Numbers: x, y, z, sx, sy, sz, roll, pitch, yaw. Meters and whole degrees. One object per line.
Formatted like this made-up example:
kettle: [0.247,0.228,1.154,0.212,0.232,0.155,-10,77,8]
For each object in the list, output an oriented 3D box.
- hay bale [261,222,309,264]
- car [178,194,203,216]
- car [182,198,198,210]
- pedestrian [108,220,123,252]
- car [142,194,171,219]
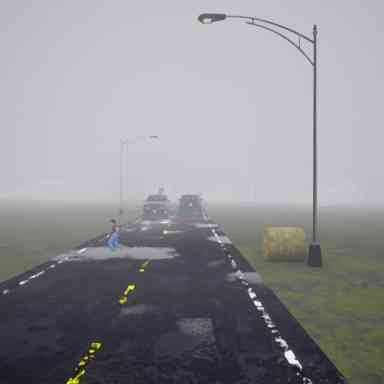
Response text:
hay bale: [3.048,1.654,11.089,1.220,1.180,1.240,1,1,0]
car: [-0.157,1.234,32.560,2.150,2.045,5.566,0,0,0]
car: [-0.260,1.587,44.951,1.994,1.385,4.181,0,0,0]
pedestrian: [-2.836,1.572,12.360,0.375,1.300,0.375,-1,1,2]
car: [-3.074,1.230,29.748,2.150,2.045,5.566,0,0,0]
